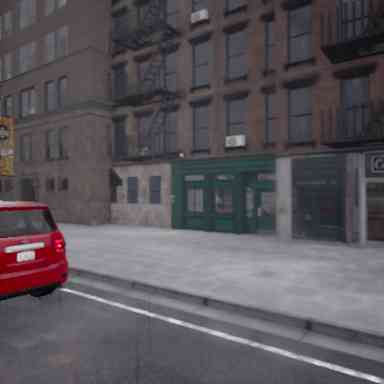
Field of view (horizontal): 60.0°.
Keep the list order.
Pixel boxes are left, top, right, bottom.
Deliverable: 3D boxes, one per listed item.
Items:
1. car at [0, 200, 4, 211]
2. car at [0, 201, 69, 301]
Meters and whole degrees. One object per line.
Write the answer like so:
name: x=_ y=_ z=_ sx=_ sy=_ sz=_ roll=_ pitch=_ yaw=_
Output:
car: x=-23.125 y=1.519 z=36.175 sx=1.802 sy=1.307 sz=4.206 roll=0 pitch=0 yaw=35
car: x=-5.031 y=1.213 z=7.274 sx=5.566 sy=2.045 sz=2.150 roll=0 pitch=0 yaw=35
